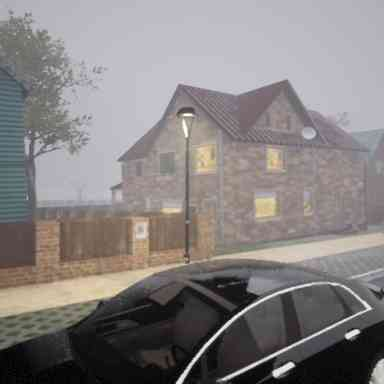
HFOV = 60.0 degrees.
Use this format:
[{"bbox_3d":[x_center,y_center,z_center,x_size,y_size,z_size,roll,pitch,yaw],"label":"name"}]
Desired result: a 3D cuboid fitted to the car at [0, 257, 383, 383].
[{"bbox_3d":[0.206,1.515,3.178,4.892,1.490,1.837,0,0,-36],"label":"car"}]
